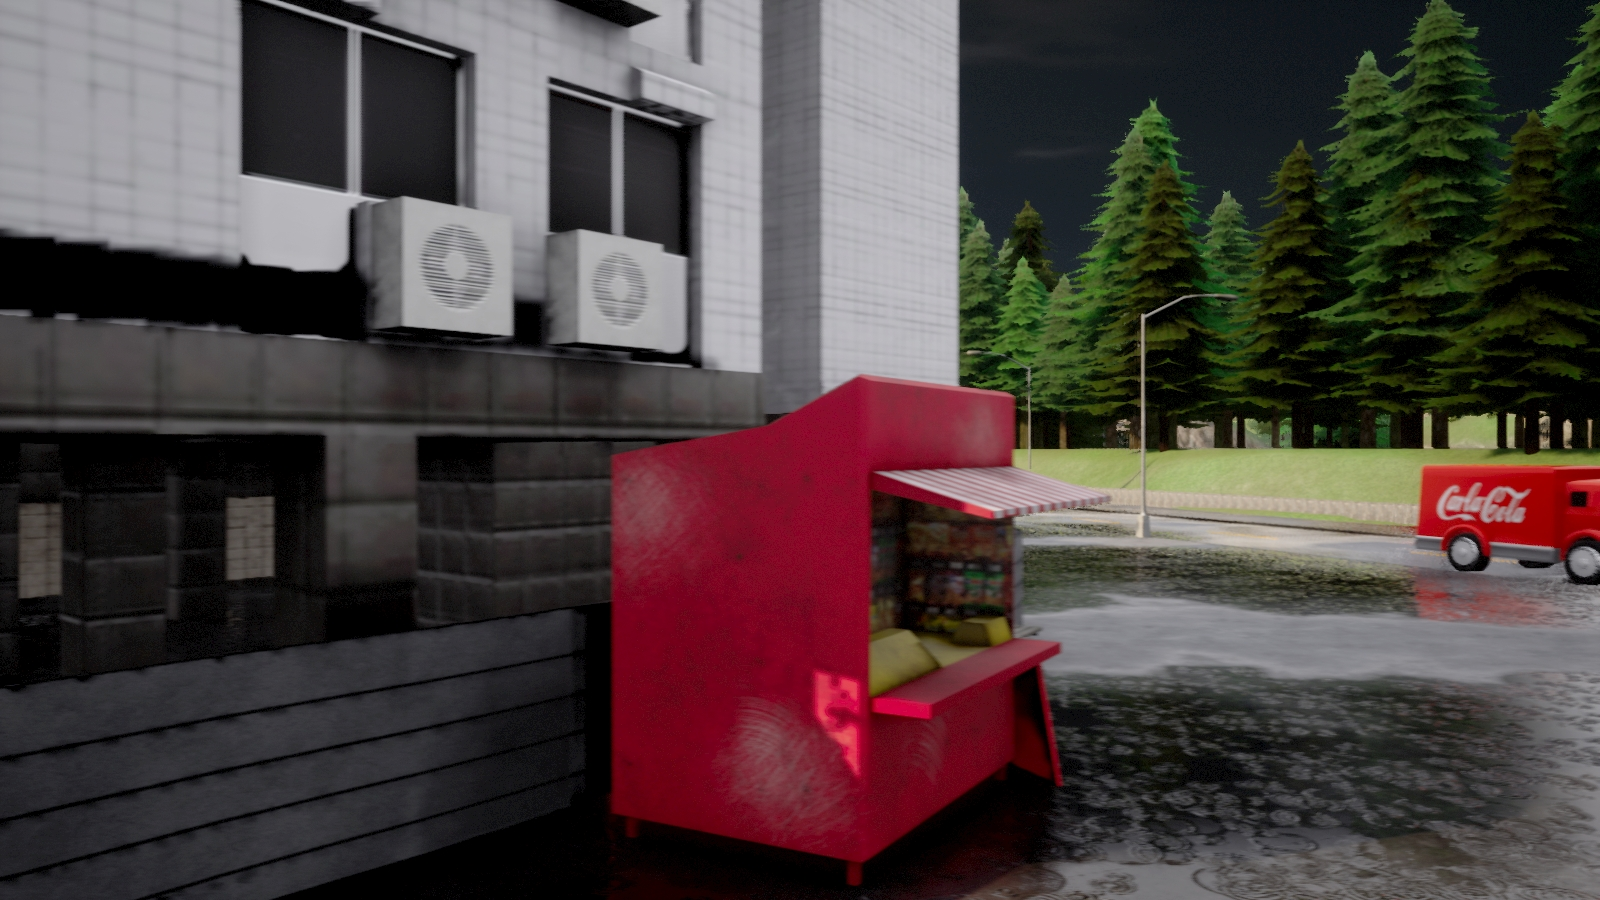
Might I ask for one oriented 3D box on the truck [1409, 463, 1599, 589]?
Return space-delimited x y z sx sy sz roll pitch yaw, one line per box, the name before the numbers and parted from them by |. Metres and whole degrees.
truck | 16.712 1.564 25.366 2.627 2.467 5.204 0 0 -20
